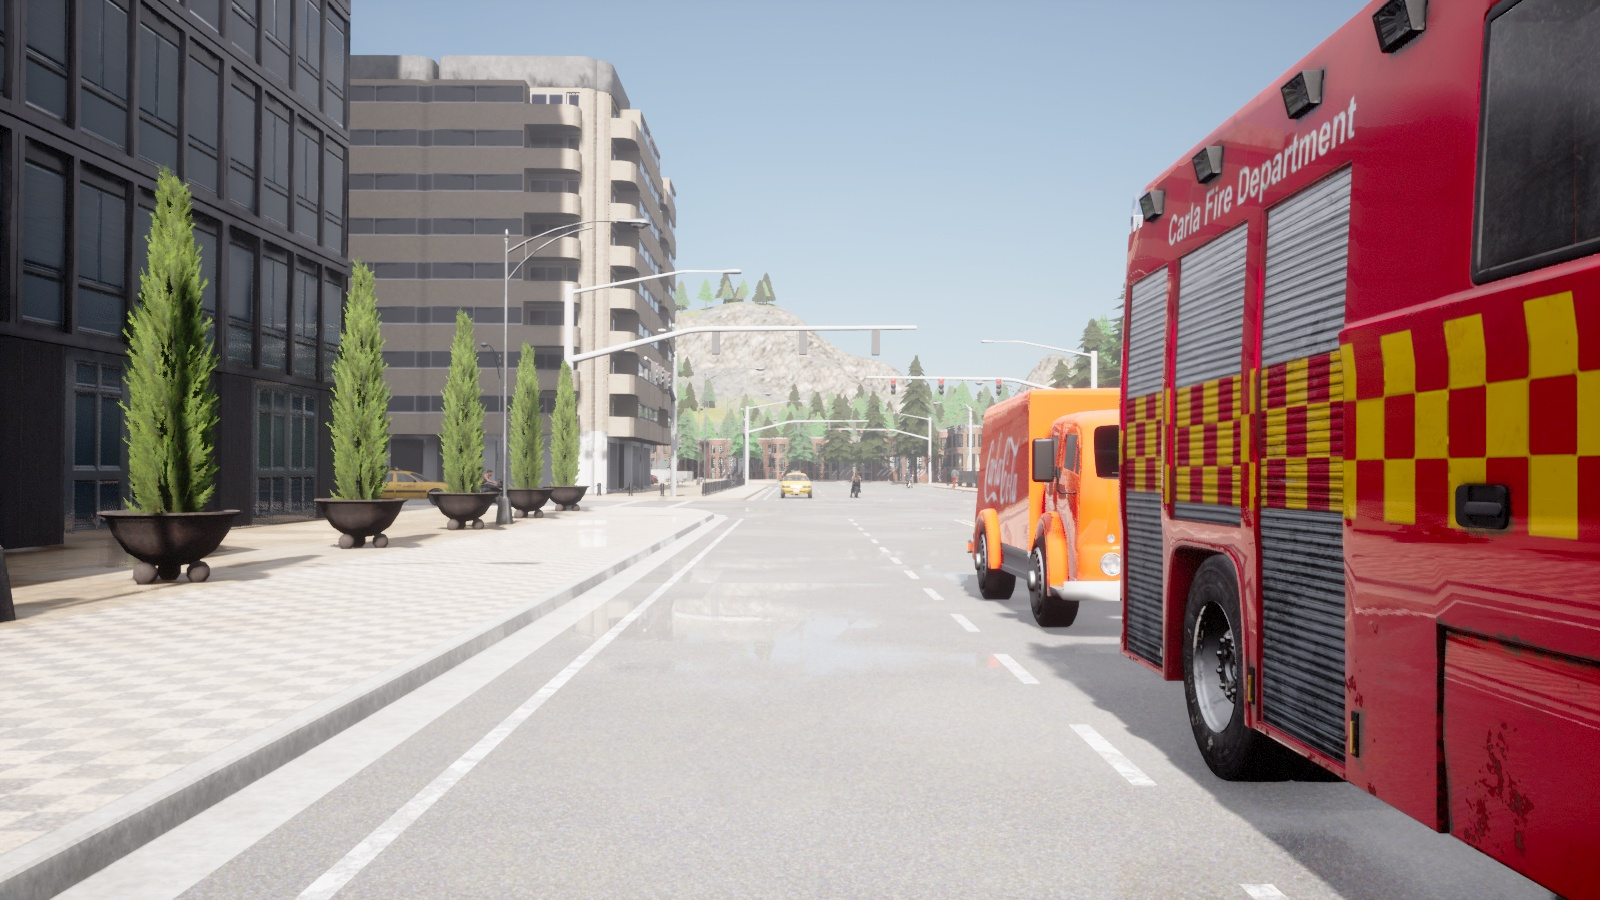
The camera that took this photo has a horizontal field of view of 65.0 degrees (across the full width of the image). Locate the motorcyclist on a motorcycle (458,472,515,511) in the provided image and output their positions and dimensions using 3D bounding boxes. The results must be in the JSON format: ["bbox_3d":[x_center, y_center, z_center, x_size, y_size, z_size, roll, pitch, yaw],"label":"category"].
[{"bbox_3d":[-12.417,1.625,49.796,2.044,1.523,0.797,0,-1,0],"label":"motorcyclist on a motorcycle"}]

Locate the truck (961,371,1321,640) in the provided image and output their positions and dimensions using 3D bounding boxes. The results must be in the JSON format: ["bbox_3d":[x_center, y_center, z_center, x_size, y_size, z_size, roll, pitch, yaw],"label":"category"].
[{"bbox_3d":[3.465,0.551,14.149,2.627,2.467,5.204,0,-1,0],"label":"truck"}]

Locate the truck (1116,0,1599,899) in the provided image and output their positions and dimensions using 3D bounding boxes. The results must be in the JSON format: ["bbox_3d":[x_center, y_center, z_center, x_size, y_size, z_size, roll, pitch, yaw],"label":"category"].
[{"bbox_3d":[3.485,-0.301,3.774,2.891,3.827,8.468,0,-1,0],"label":"truck"}]

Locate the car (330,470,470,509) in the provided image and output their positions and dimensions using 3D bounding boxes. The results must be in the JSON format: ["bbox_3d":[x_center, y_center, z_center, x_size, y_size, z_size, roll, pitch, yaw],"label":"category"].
[{"bbox_3d":[-16.922,1.659,53.309,5.366,1.575,1.801,0,-1,0],"label":"car"}]

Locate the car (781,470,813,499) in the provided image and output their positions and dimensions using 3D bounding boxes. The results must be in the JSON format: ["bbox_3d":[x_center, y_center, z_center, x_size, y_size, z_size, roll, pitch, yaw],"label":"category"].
[{"bbox_3d":[-0.191,1.982,73.270,1.801,1.575,5.366,0,-1,0],"label":"car"}]
